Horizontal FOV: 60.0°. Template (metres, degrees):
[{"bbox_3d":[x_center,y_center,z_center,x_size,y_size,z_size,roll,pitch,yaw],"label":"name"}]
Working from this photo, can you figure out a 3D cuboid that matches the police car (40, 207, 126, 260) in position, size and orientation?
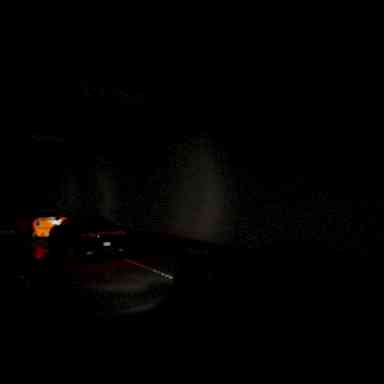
[{"bbox_3d":[-4.536,1.659,13.825,1.930,1.638,5.238,1,-1,-37],"label":"police car"}]

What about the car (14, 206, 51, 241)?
[{"bbox_3d":[-8.448,1.652,18.738,2.097,1.767,4.553,1,-1,-40],"label":"car"}]

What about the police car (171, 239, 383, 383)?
[{"bbox_3d":[1.363,1.529,4.904,1.930,1.638,5.238,1,-1,-30],"label":"police car"}]
